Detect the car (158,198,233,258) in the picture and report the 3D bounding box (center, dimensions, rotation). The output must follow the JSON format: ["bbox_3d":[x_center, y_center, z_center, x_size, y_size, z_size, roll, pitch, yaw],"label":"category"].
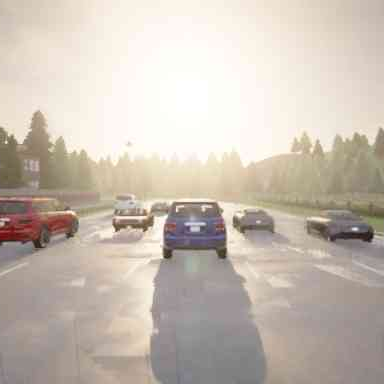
[{"bbox_3d":[0.096,1.239,13.015,2.150,2.045,5.566,0,0,0],"label":"car"}]

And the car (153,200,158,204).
[{"bbox_3d":[-3.410,1.609,36.946,1.994,1.385,4.181,0,0,0],"label":"car"}]

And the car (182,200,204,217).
[{"bbox_3d":[0.090,1.588,33.648,2.033,1.411,5.357,0,0,0],"label":"car"}]

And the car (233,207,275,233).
[{"bbox_3d":[3.596,1.589,19.976,1.994,1.385,4.181,0,0,0],"label":"car"}]

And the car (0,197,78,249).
[{"bbox_3d":[-6.904,1.241,14.707,2.150,2.045,5.566,0,0,0],"label":"car"}]

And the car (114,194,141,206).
[{"bbox_3d":[-6.898,1.267,35.997,2.150,2.045,5.566,0,0,0],"label":"car"}]

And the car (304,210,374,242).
[{"bbox_3d":[7.096,1.585,16.478,1.994,1.385,4.181,0,0,0],"label":"car"}]

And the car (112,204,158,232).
[{"bbox_3d":[-3.407,1.626,20.246,1.895,1.301,4.718,0,0,0],"label":"car"}]
